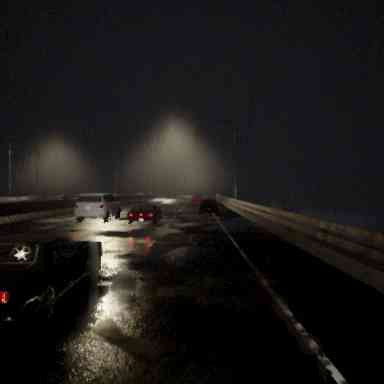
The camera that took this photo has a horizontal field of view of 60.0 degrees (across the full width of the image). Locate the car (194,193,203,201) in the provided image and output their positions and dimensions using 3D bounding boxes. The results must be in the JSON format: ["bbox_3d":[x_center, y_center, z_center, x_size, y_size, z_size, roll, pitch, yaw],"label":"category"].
[{"bbox_3d":[1.461,0.978,70.513,1.882,1.535,5.008,0,0,3],"label":"car"}]

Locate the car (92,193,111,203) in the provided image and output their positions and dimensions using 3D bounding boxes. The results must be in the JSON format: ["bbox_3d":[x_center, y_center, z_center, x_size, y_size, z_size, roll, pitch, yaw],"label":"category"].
[{"bbox_3d":[-16.443,1.069,60.474,2.097,1.767,4.553,0,0,3],"label":"car"}]

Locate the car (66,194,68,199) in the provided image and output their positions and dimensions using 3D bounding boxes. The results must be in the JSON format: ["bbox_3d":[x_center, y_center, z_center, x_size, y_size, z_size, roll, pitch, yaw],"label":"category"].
[{"bbox_3d":[-19.988,1.324,59.148,1.895,1.301,4.718,0,0,2],"label":"car"}]

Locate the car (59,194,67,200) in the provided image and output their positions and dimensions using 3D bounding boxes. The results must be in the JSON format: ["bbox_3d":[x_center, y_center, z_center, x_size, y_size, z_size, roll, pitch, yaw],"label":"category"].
[{"bbox_3d":[-23.342,1.202,62.866,1.837,1.490,4.892,0,0,2],"label":"car"}]

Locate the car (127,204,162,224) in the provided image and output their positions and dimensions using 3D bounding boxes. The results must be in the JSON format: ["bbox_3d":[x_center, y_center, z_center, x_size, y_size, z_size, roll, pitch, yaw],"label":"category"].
[{"bbox_3d":[-3.225,1.477,23.486,1.895,1.301,4.718,0,0,1],"label":"car"}]

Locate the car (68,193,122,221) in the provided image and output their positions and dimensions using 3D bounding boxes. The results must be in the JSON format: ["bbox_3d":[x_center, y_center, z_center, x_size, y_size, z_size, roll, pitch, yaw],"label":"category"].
[{"bbox_3d":[-6.713,1.093,24.287,2.150,2.045,5.566,0,0,1],"label":"car"}]

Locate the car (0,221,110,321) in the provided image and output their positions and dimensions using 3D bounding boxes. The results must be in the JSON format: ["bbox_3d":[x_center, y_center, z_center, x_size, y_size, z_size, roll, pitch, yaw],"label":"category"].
[{"bbox_3d":[-3.377,1.559,7.148,1.895,1.301,4.718,0,0,0],"label":"car"}]

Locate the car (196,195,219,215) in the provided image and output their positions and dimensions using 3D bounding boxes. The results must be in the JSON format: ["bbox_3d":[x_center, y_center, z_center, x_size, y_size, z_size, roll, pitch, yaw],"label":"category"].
[{"bbox_3d":[1.525,1.319,31.497,1.882,1.535,5.008,0,0,1],"label":"car"}]

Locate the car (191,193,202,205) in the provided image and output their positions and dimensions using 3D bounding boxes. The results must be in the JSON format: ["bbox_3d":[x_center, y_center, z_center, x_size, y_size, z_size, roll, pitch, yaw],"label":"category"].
[{"bbox_3d":[0.777,1.235,50.920,1.882,1.535,5.008,0,1,2],"label":"car"}]
